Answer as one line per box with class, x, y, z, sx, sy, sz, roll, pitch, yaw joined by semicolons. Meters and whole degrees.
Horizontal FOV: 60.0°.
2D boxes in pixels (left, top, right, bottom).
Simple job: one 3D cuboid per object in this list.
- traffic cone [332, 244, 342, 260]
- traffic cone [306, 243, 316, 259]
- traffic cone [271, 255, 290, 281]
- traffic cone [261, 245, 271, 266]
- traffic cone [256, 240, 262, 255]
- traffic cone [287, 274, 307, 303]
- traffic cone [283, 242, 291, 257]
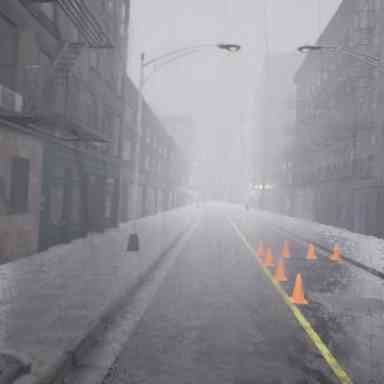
traffic cone;5.787;2.390;13.291;0.340;0.580;0.340;3;-1;4
traffic cone;4.790;2.345;13.357;0.340;0.580;0.340;3;-1;4
traffic cone;2.535;2.191;9.498;0.340;0.580;0.340;3;-1;4
traffic cone;2.665;2.223;11.494;0.340;0.580;0.340;3;-1;4
traffic cone;2.796;2.255;13.489;0.340;0.580;0.340;3;-1;4
traffic cone;2.404;2.160;7.503;0.340;0.580;0.340;3;-1;4
traffic cone;3.793;2.300;13.423;0.340;0.580;0.340;3;-1;4
